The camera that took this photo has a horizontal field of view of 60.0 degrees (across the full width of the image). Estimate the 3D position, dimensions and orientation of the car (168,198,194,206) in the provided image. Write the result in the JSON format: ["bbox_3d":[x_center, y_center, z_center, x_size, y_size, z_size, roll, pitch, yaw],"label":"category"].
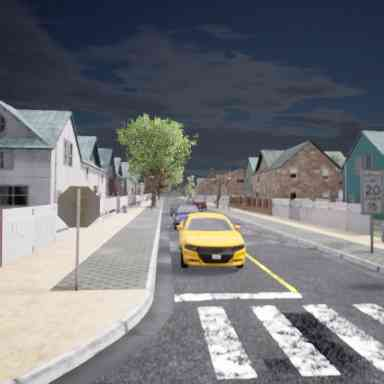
[{"bbox_3d":[-1.221,1.567,32.689,1.837,1.490,4.892,1,0,-5],"label":"car"}]

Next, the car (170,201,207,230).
[{"bbox_3d":[-0.298,1.564,21.600,1.812,1.442,4.674,1,0,-5],"label":"car"}]

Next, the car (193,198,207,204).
[{"bbox_3d":[0.802,1.595,43.054,1.882,1.535,5.008,1,0,-4],"label":"car"}]

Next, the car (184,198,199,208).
[{"bbox_3d":[-0.120,1.690,53.373,2.033,1.411,5.357,1,0,-5],"label":"car"}]

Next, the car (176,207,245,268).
[{"bbox_3d":[0.520,1.496,11.528,1.882,1.535,5.008,1,0,-3],"label":"car"}]
